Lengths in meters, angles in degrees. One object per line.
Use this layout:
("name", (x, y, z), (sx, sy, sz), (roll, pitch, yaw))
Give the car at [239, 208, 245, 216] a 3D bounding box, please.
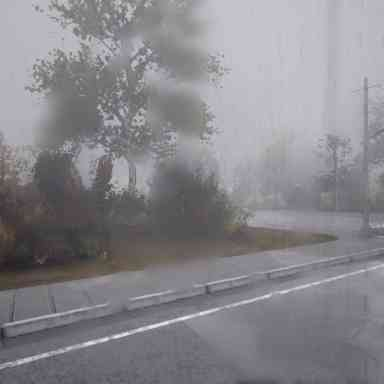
("car", (2.775, 1.525, 29.409), (2.097, 1.767, 4.553), (0, -1, -41))
